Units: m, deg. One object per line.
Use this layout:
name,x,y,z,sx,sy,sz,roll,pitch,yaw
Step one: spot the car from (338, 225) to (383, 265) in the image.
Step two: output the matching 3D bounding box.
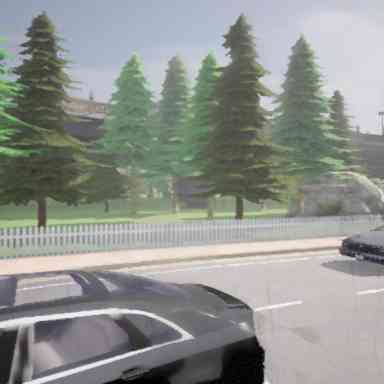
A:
car,7.411,1.543,10.774,5.357,1.411,2.033,0,0,-22

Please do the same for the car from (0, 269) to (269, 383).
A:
car,-1.637,1.481,2.496,4.902,1.511,2.128,0,0,-31
